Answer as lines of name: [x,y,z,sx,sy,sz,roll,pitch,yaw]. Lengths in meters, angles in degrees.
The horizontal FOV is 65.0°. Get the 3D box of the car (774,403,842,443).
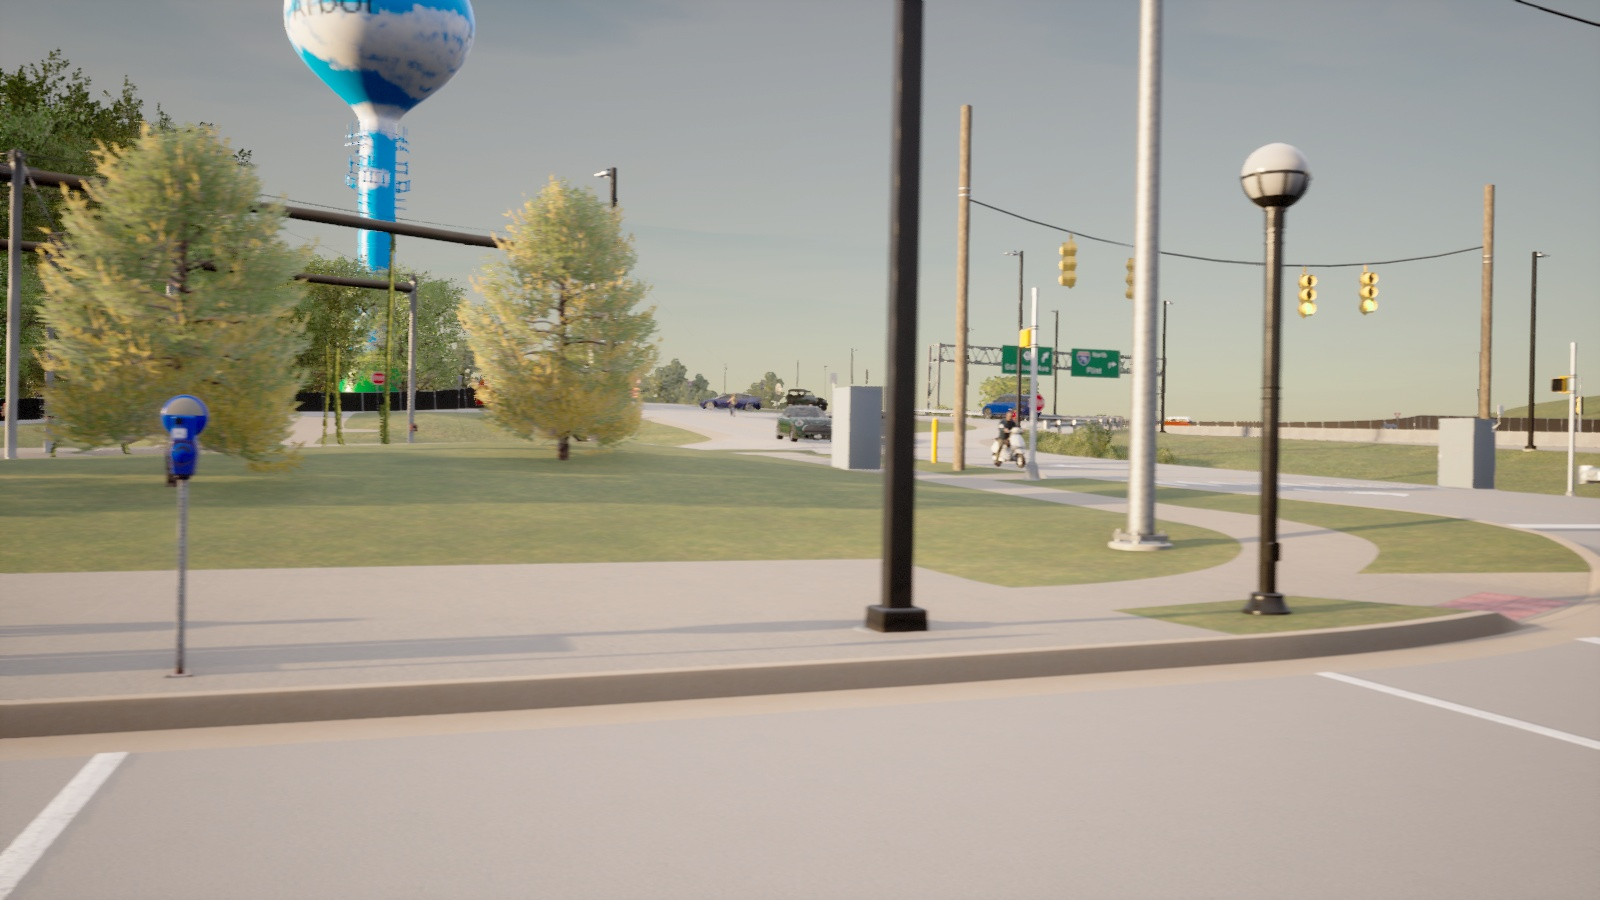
car: [0.324,-1.297,58.853,2.097,1.767,4.553,0,2,-14]

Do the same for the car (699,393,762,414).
car: [-5.435,-3.632,97.624,4.792,1.488,2.163,1,4,-5]

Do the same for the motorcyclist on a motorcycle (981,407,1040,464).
motorcyclist on a motorcycle: [5.970,-0.426,35.718,0.866,1.590,1.817,0,2,-19]

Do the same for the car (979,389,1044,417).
car: [16.396,-3.653,97.645,2.150,2.045,5.566,0,3,-25]
